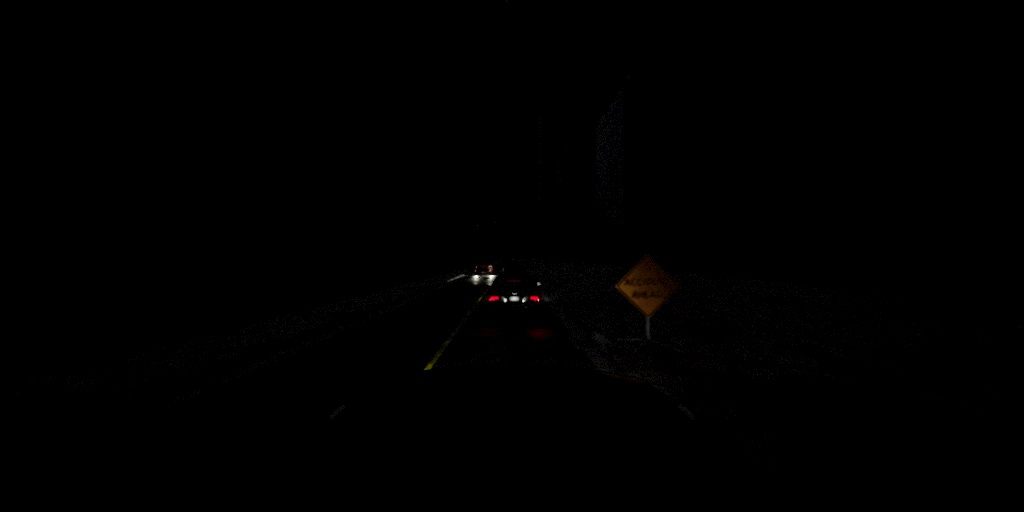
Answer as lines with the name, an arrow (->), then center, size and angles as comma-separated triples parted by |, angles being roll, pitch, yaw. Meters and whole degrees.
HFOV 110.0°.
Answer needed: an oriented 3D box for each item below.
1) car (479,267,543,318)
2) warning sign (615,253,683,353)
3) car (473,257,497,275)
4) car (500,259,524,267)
car -> 0.082, 1.316, 13.093 | 2.033, 1.411, 5.357 | 0, 0, 0
warning sign -> 2.716, 0.874, 7.169 | 1.300, 1.860, 1.060 | 0, 0, 0
car -> -3.101, 1.169, 40.296 | 2.097, 1.767, 4.553 | 0, 0, 0
car -> 0.088, 1.309, 33.499 | 1.837, 1.490, 4.892 | 0, 0, 0
